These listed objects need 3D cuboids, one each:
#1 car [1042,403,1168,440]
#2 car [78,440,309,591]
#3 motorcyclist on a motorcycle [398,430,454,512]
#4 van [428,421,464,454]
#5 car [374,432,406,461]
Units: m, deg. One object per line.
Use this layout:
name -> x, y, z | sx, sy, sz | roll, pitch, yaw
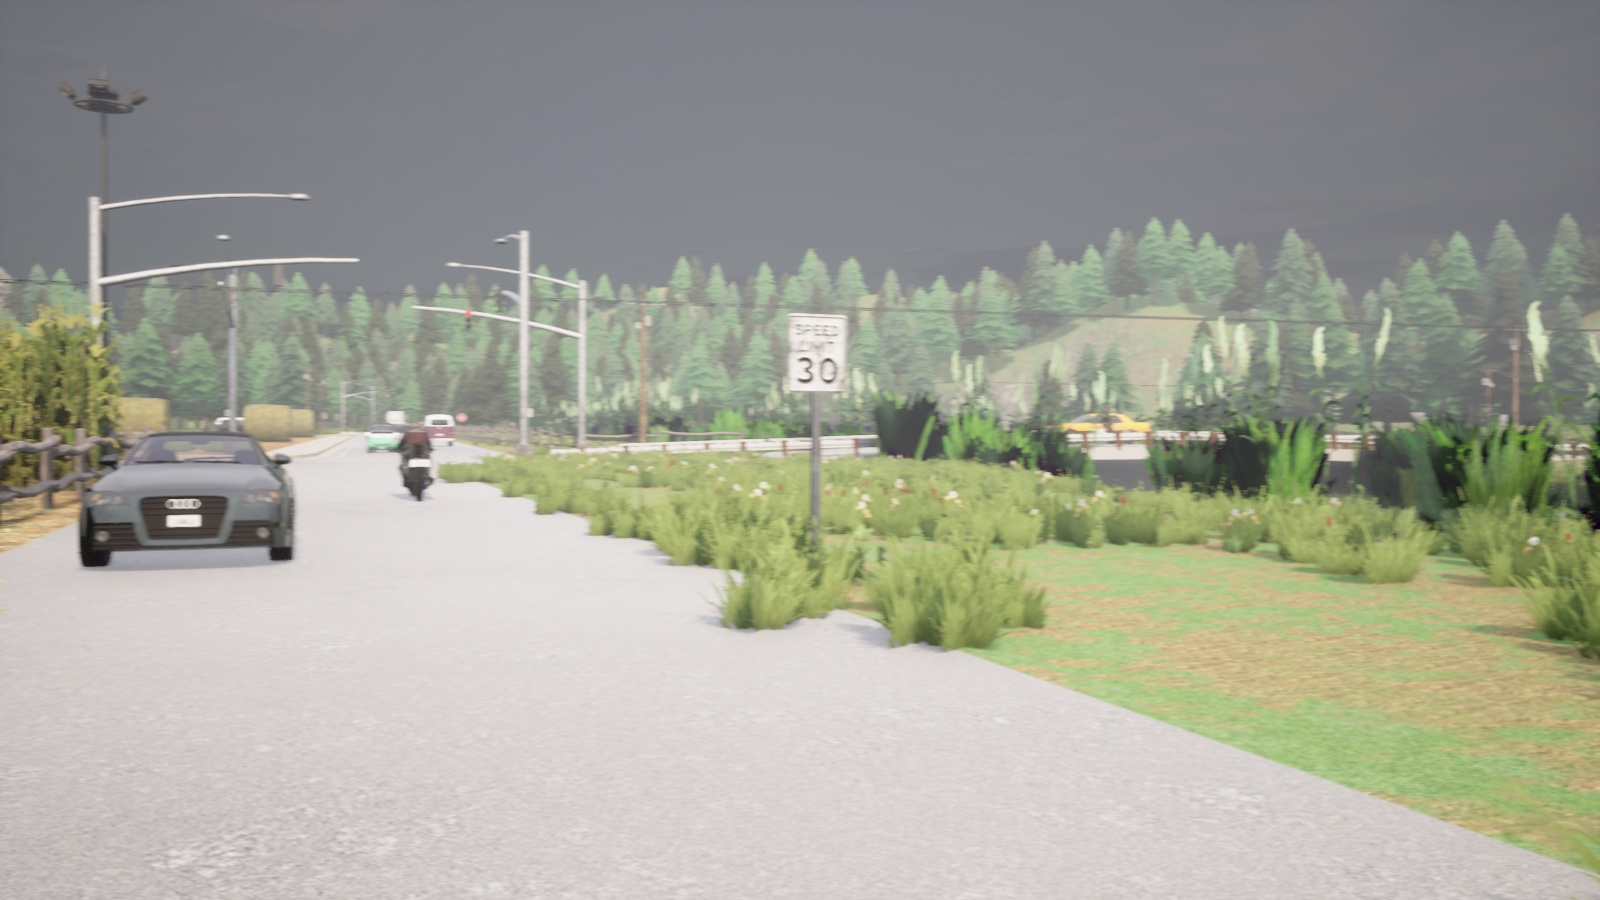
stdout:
car -> 13.989, -1.306, 57.709 | 5.366, 1.575, 1.801 | -1, 1, -13
car -> -6.673, 0.605, 14.258 | 1.994, 1.385, 4.181 | -1, 1, -21
motorcyclist on a motorcycle -> -7.439, 0.385, 24.915 | 0.866, 1.530, 2.191 | -1, 1, -21
van -> -23.045, -0.841, 81.693 | 2.069, 2.038, 4.480 | -1, 1, -18
car -> -20.435, -0.181, 62.581 | 1.481, 1.376, 2.207 | -1, 1, -18
